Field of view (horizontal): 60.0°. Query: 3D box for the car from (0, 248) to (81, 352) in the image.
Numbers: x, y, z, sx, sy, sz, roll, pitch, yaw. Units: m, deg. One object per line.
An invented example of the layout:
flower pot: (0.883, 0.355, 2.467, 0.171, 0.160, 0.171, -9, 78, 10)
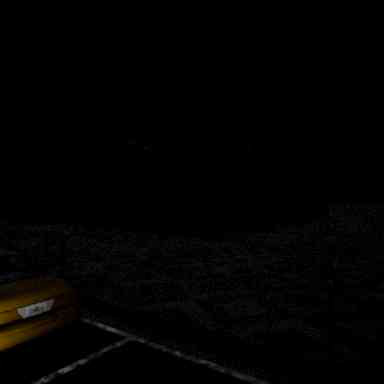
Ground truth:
car: (-3.947, 1.523, 5.777, 4.829, 1.417, 1.752, 0, 0, 36)
